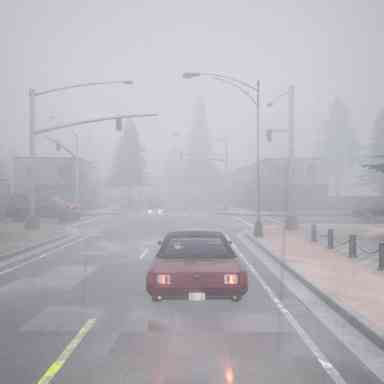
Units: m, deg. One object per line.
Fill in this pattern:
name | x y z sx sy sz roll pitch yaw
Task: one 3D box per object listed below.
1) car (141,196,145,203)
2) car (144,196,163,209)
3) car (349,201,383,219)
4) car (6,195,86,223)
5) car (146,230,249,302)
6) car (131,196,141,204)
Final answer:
car | -6.599 1.472 53.281 1.837 1.490 4.892 0 0 -15
car | -4.823 1.530 43.443 1.994 1.385 4.181 0 0 -6
car | 15.771 1.476 27.886 4.902 1.511 2.128 0 0 2
car | -10.842 1.207 24.818 5.566 2.045 2.150 0 0 5
car | 0.074 1.601 8.227 1.895 1.301 4.718 0 0 -1
car | -10.171 1.443 63.348 1.882 1.535 5.008 0 0 -24
